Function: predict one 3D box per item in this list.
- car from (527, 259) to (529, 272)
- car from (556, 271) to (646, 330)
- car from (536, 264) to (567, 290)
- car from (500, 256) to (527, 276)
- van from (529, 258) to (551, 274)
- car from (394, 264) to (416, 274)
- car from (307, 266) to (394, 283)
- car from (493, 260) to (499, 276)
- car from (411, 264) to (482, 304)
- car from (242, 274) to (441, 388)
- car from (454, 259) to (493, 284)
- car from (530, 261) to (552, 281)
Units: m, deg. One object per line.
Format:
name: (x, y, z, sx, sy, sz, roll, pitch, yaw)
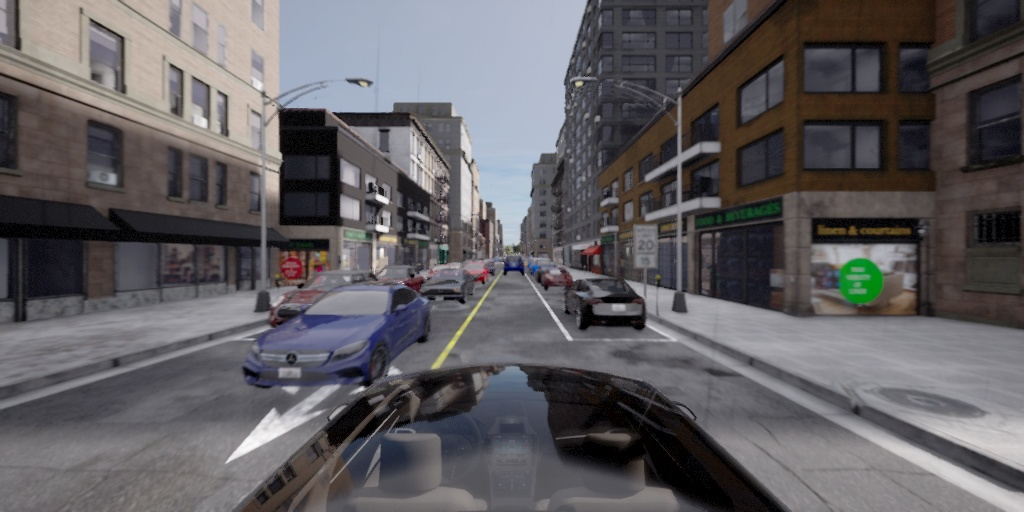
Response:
car: (2.731, 1.303, 38.534, 2.007, 1.370, 4.403, 0, 0, 0)
car: (2.657, 1.316, 10.980, 1.948, 1.339, 4.313, 0, 0, 0)
car: (2.687, 1.329, 22.003, 1.802, 1.307, 4.207, 0, 0, 0)
car: (0.195, 0.972, 37.863, 2.150, 2.045, 5.566, 0, 0, 0)
van: (2.717, 1.091, 33.023, 1.690, 1.789, 3.998, 0, 0, 0)
car: (-5.353, 1.180, 16.514, 1.967, 1.591, 4.097, 0, 0, 0)
car: (-5.368, 1.181, 11.003, 1.967, 1.591, 4.097, 0, 0, 0)
car: (-2.660, 1.347, 36.673, 1.895, 1.301, 4.718, 0, 0, 0)
car: (-2.807, 1.290, 16.701, 2.033, 1.411, 5.357, 0, 0, 0)
car: (-2.861, 1.271, 7.022, 1.812, 1.442, 4.674, 0, 0, 1)
car: (-2.747, 1.220, 26.653, 1.882, 1.535, 5.008, 0, 0, 0)
car: (2.701, 1.314, 27.513, 1.948, 1.339, 4.313, 0, 0, 0)
